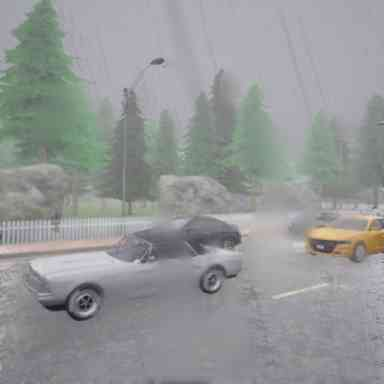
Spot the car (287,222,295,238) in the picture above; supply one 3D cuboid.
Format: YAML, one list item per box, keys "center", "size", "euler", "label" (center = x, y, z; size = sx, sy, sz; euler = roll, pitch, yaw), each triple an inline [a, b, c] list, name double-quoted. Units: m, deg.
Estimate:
- center: [6.972, 1.776, 17.548]
  size: [4.181, 1.385, 1.994]
  euler: [1, -1, -35]
  label: "car"

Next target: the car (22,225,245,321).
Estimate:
- center: [-1.128, 1.646, 7.473]
  size: [4.718, 1.301, 1.895]
  euler: [1, -1, -35]
  label: "car"

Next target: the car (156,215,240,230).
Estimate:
- center: [-0.159, 1.620, 12.470]
  size: [4.674, 1.442, 1.812]
  euler: [1, -1, -35]
  label: "car"

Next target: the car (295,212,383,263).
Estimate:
- center: [6.436, 1.647, 12.861]
  size: [5.008, 1.535, 1.882]
  euler: [1, -1, -35]
  label: "car"
